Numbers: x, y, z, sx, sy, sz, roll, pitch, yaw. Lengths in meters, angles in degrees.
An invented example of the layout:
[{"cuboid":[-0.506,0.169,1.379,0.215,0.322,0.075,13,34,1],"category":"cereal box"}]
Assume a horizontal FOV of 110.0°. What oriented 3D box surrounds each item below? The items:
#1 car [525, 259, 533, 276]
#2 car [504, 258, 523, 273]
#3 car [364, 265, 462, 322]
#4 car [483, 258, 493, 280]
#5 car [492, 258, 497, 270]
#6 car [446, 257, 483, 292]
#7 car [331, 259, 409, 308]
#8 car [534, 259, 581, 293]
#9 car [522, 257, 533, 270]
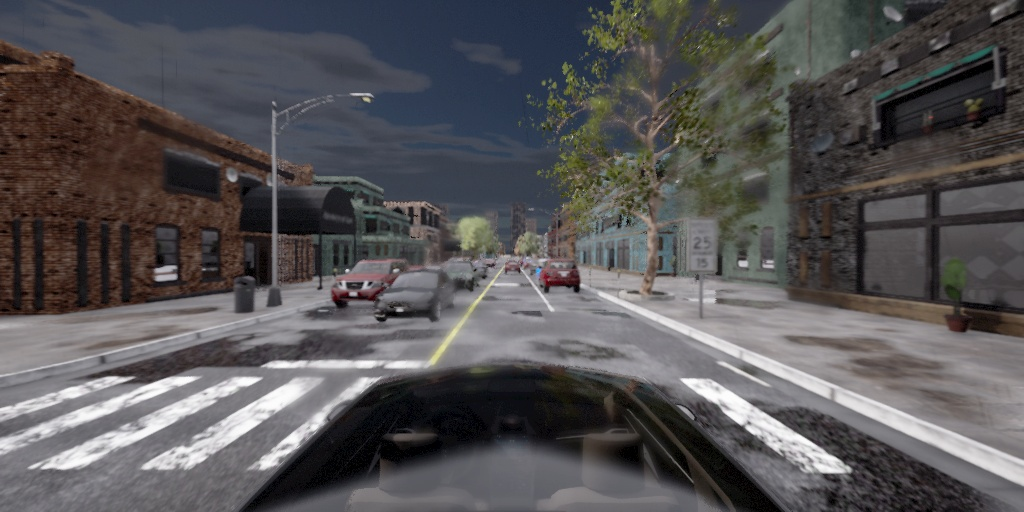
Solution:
[{"cuboid":[2.684,1.311,37.552,2.007,1.370,4.403,0,0,0],"category":"car"},{"cuboid":[0.091,1.279,42.487,1.812,1.442,4.674,0,0,0],"category":"car"},{"cuboid":[-3.101,1.244,12.333,1.837,1.490,4.892,0,0,0],"category":"car"},{"cuboid":[-3.096,1.233,31.482,2.128,1.511,4.902,0,0,0],"category":"car"},{"cuboid":[-3.010,0.940,46.770,1.882,1.535,5.008,0,0,0],"category":"car"},{"cuboid":[-3.102,1.093,21.330,2.097,1.767,4.553,0,0,0],"category":"car"},{"cuboid":[-5.690,1.047,15.373,2.192,1.841,5.009,0,0,0],"category":"car"},{"cuboid":[2.689,1.073,20.920,2.192,1.841,5.009,0,0,0],"category":"car"},{"cuboid":[2.678,1.202,54.184,1.967,1.591,4.097,0,0,0],"category":"car"}]
